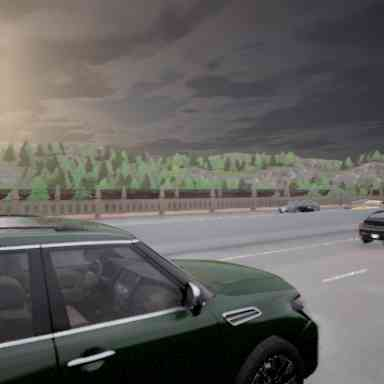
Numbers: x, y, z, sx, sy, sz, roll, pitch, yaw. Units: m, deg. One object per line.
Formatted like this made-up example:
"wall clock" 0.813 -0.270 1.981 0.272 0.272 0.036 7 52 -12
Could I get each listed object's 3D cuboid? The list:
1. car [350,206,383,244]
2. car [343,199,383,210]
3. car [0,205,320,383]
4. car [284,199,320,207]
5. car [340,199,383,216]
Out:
"car" 9.256 1.506 14.647 4.892 1.490 1.837 0 0 -35
"car" 14.991 1.480 27.557 5.008 1.535 1.882 0 0 -35
"car" -1.300 1.221 2.818 5.566 2.045 2.150 0 0 -35
"car" 10.699 1.494 33.089 4.902 1.511 2.128 0 0 -35
"car" 17.083 1.509 33.328 4.892 1.490 1.837 1 0 -35
